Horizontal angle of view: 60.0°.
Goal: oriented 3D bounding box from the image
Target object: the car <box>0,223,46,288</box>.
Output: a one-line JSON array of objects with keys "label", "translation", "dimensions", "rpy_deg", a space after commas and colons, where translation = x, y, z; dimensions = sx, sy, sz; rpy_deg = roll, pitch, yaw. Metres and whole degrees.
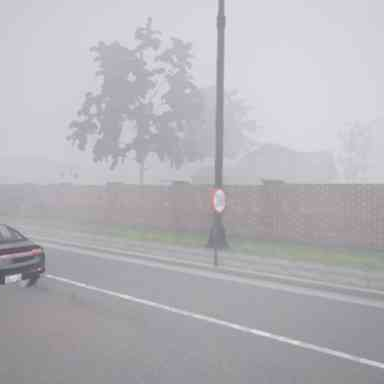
[{"label": "car", "translation": [-5.425, 1.440, 7.866], "dimensions": [4.902, 1.511, 2.128], "rpy_deg": [1, 0, 36]}]
